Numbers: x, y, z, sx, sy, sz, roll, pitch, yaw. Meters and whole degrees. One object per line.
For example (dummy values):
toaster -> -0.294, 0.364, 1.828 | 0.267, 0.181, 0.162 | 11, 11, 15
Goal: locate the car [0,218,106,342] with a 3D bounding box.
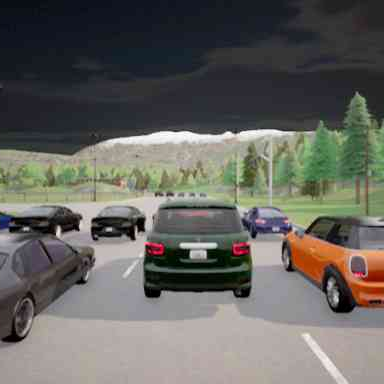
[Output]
car -> -3.399, 1.505, 6.303 | 2.033, 1.411, 5.357 | 0, 0, 0

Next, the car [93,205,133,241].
car -> -3.391, 1.371, 16.129 | 1.882, 1.535, 5.008 | 0, 0, 0

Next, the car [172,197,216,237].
car -> 0.111, 1.233, 18.021 | 2.097, 1.767, 4.553 | 0, 0, 0

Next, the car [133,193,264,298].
car -> 0.108, 1.165, 8.497 | 2.150, 2.045, 5.566 | 0, 0, 0

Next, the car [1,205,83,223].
car -> -6.890, 1.370, 16.300 | 1.882, 1.535, 5.008 | 0, 0, 0

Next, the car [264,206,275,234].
car -> 3.612, 1.416, 16.601 | 1.812, 1.442, 4.674 | 0, 0, 0

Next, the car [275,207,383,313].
car -> 3.601, 1.301, 7.699 | 2.097, 1.767, 4.553 | 0, 0, 0
